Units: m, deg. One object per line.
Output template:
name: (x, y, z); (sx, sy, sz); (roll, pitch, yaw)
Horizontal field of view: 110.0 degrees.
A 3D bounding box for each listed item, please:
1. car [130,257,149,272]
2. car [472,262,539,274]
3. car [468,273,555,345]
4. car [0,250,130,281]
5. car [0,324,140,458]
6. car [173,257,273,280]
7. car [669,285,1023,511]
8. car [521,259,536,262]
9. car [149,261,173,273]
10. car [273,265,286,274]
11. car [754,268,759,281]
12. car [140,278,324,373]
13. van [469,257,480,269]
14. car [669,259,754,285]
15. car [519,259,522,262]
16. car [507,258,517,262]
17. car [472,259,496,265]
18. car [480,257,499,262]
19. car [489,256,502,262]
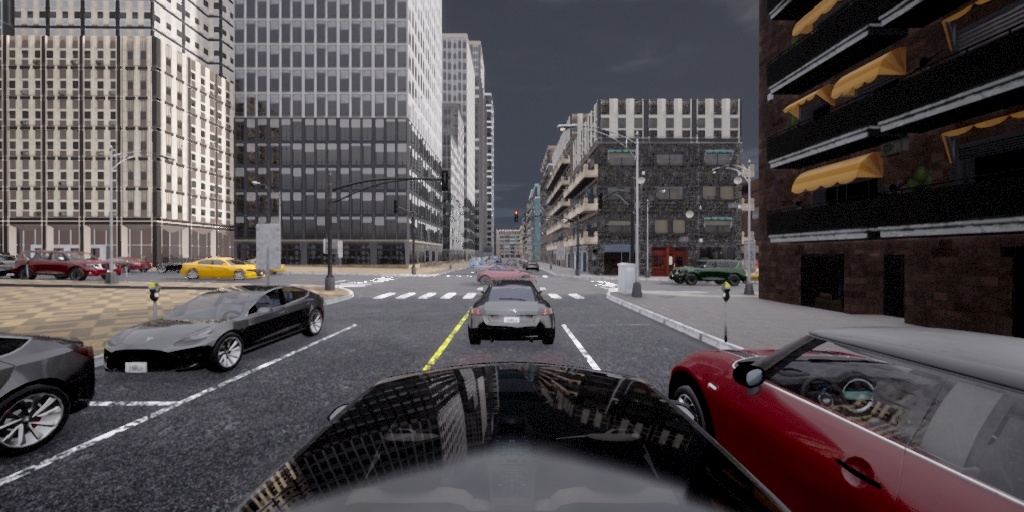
car: (-33.169, 0.717, 30.433); (4.207, 1.307, 1.802); (0, 0, -1)
car: (-0.411, 1.332, 25.084); (4.181, 1.385, 1.994); (1, 0, -1)
car: (-0.013, 1.311, 9.540); (1.994, 1.385, 4.181); (0, 0, 0)
car: (-27.428, 0.584, 22.129); (5.009, 1.841, 2.192); (0, 0, -1)
car: (-5.688, 1.315, 2.364); (1.948, 1.339, 4.313); (0, 0, 0)
car: (-19.854, 0.880, 24.821); (5.008, 1.535, 1.882); (1, 0, -1)
car: (2.693, 1.189, 2.384); (1.967, 1.591, 4.097); (0, 0, 0)
car: (2.592, 1.305, 47.274); (1.948, 1.339, 4.313); (0, 0, 0)
car: (-27.550, 0.806, 30.510); (4.313, 1.339, 1.948); (0, 0, -1)
car: (-22.106, 0.871, 30.671); (4.829, 1.417, 1.751); (0, 0, -1)
car: (21.302, 1.688, 31.173); (4.829, 1.417, 1.751); (0, 0, -1)
car: (-5.699, 1.313, 7.610); (1.948, 1.339, 4.313); (0, 0, 0)
van: (-5.812, 1.079, 57.221); (1.690, 1.789, 3.998); (0, 0, 0)
car: (15.524, 1.281, 28.499); (5.566, 2.045, 2.150); (1, 0, -1)
car: (2.568, 1.284, 57.241); (1.888, 1.381, 4.507); (0, 0, 0)
car: (-0.040, 1.229, 65.459); (2.128, 1.511, 4.902); (0, 0, 0)
car: (-3.187, 1.340, 41.854); (1.895, 1.301, 4.718); (0, 0, 0)
car: (-3.205, 1.244, 51.844); (1.837, 1.490, 4.892); (0, 0, 0)
car: (-3.205, 0.960, 62.317); (2.150, 2.045, 5.566); (0, 0, 0)
